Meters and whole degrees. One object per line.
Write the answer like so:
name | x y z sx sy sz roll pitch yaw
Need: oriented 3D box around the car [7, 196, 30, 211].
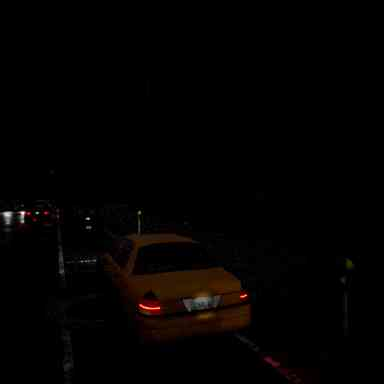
car | -21.224 1.570 40.528 1.812 1.442 4.674 0 0 -22

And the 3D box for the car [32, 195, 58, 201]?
car | -18.186 1.494 41.260 2.128 1.511 4.902 0 0 -21

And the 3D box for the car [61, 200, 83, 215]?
car | -8.112 1.552 23.883 2.008 1.369 4.403 0 0 -22

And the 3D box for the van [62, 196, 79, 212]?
van | -14.367 1.343 39.228 1.690 1.788 3.998 0 0 -22

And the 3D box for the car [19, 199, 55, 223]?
car | -11.951 1.549 25.987 2.033 1.411 5.357 0 0 -22

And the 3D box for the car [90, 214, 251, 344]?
car | -0.832 1.457 6.796 1.801 1.575 5.366 0 0 -22

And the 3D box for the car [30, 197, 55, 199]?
car | -16.009 1.527 35.685 1.812 1.442 4.674 0 0 -22

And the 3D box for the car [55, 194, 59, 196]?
car | -31.200 1.470 79.763 1.967 1.590 4.097 0 0 -23

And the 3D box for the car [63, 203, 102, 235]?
car | -6.027 1.551 18.768 2.008 1.369 4.403 0 0 -22

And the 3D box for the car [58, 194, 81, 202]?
car | -12.282 1.316 34.114 2.192 1.841 5.009 0 0 -22

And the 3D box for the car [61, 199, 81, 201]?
car | -10.197 1.567 28.998 1.947 1.339 4.313 0 0 -22
